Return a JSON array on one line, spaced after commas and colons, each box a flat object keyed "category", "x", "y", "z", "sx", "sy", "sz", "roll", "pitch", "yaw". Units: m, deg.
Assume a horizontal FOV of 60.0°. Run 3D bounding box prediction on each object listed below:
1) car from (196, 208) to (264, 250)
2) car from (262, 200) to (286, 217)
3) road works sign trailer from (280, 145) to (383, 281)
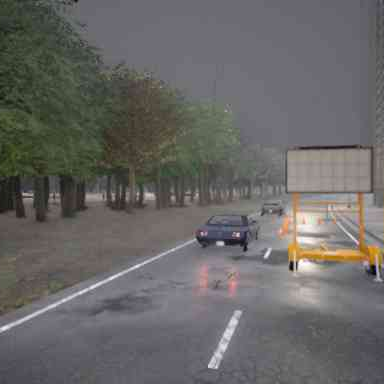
[{"category": "car", "x": 1.732, "y": 1.567, "z": 14.173, "sx": 1.895, "sy": 1.301, "sz": 4.718, "roll": 0, "pitch": 0, "yaw": 18}, {"category": "car", "x": 7.642, "y": 1.458, "z": 31.023, "sx": 2.128, "sy": 1.511, "sz": 4.902, "roll": 0, "pitch": 0, "yaw": 20}, {"category": "road works sign trailer", "x": 3.998, "y": 0.437, "z": 9.896, "sx": 2.380, "sy": 3.560, "sz": 2.880, "roll": 0, "pitch": 0, "yaw": 12}]
